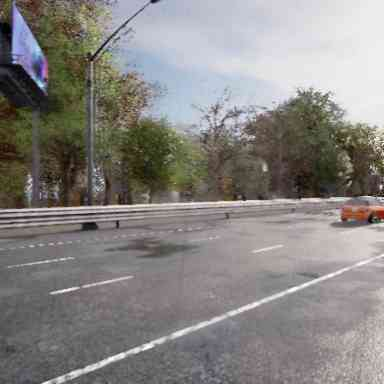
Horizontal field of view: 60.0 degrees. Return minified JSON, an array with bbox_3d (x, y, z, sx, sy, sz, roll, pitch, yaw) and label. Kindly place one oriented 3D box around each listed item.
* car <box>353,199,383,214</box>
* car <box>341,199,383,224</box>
[{"bbox_3d":[18.462,1.433,34.335,4.181,1.385,1.994,0,0,-43],"label":"car"},{"bbox_3d":[12.723,1.259,24.239,4.553,1.767,2.097,0,0,-43],"label":"car"}]
